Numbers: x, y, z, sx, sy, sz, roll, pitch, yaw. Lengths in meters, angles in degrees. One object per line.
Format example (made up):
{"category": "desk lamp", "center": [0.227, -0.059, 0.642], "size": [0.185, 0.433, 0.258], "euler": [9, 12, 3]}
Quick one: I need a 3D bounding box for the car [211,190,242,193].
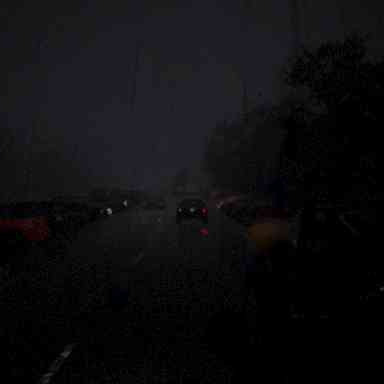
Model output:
{"category": "car", "center": [4.908, 0.915, 38.228], "size": [4.792, 1.488, 2.163], "euler": [0, 2, 0]}

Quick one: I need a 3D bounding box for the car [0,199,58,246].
{"category": "car", "center": [-8.060, 1.279, 13.026], "size": [4.553, 1.767, 2.185], "euler": [0, 0, 0]}

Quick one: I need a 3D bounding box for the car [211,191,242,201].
{"category": "car", "center": [5.076, 0.991, 35.438], "size": [5.366, 1.575, 1.946], "euler": [0, 2, 0]}

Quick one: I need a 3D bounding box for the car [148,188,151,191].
{"category": "car", "center": [-8.194, 0.583, 43.669], "size": [4.792, 1.488, 2.163], "euler": [0, 3, 0]}

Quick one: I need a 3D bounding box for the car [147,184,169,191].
{"category": "car", "center": [-8.659, -0.483, 79.029], "size": [5.008, 1.535, 2.097], "euler": [0, 3, 0]}

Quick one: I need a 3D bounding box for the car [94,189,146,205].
{"category": "car", "center": [-8.205, 0.793, 38.107], "size": [5.008, 1.535, 2.097], "euler": [0, 2, 0]}

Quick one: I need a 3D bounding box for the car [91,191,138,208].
{"category": "car", "center": [-8.183, 1.000, 32.527], "size": [4.892, 1.521, 2.231], "euler": [0, 2, 0]}

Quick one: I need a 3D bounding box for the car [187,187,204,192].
{"category": "car", "center": [-0.063, 0.684, 39.116], "size": [2.097, 1.767, 4.553], "euler": [0, 2, 0]}

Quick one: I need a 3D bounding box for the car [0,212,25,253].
{"category": "car", "center": [-8.077, 1.467, 10.240], "size": [4.674, 1.452, 2.002], "euler": [0, 0, 0]}

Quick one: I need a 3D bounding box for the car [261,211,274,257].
{"category": "car", "center": [5.004, 1.520, 10.469], "size": [5.008, 1.535, 2.097], "euler": [0, 0, 0]}

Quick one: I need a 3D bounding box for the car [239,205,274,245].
{"category": "car", "center": [4.801, 1.492, 13.257], "size": [5.366, 1.575, 1.946], "euler": [0, 1, 0]}

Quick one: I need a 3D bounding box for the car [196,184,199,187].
{"category": "car", "center": [4.202, -0.681, 84.623], "size": [5.366, 1.575, 1.946], "euler": [0, 3, 0]}

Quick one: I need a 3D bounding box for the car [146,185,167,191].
{"category": "car", "center": [-8.681, -0.310, 76.257], "size": [4.792, 1.488, 2.163], "euler": [0, 3, 0]}

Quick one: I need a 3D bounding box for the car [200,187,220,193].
{"category": "car", "center": [4.398, -0.493, 81.860], "size": [4.674, 1.452, 2.002], "euler": [0, 3, 0]}

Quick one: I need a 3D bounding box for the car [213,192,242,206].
{"category": "car", "center": [5.088, 1.089, 32.644], "size": [5.366, 1.575, 1.946], "euler": [0, 2, 0]}

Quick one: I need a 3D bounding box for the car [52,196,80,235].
{"category": "car", "center": [-8.072, 1.248, 15.806], "size": [4.553, 1.767, 2.185], "euler": [0, 1, 0]}

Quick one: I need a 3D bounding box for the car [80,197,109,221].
{"category": "car", "center": [-8.158, 1.313, 21.383], "size": [4.792, 1.488, 2.163], "euler": [0, 1, 0]}

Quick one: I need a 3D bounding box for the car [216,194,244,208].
{"category": "car", "center": [4.885, 1.204, 29.990], "size": [4.792, 1.488, 2.163], "euler": [0, 2, 0]}

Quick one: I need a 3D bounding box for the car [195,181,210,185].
{"category": "car", "center": [4.391, -1.216, 90.143], "size": [5.566, 2.045, 2.435], "euler": [0, 3, 0]}

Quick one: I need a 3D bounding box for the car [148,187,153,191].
{"category": "car", "center": [-8.264, 0.458, 46.449], "size": [4.792, 1.488, 2.163], "euler": [0, 3, 0]}

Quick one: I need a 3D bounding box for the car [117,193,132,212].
{"category": "car", "center": [-8.194, 1.115, 29.750], "size": [4.792, 1.488, 2.163], "euler": [0, 1, 0]}

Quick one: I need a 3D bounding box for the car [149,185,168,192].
{"category": "car", "center": [-8.699, -0.915, 87.346], "size": [4.892, 1.521, 2.231], "euler": [0, 3, 0]}

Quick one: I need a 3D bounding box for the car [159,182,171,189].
{"category": "car", "center": [-8.648, -0.878, 81.788], "size": [5.566, 2.045, 2.435], "euler": [0, 3, 0]}

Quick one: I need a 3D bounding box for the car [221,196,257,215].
{"category": "car", "center": [4.933, 1.316, 24.409], "size": [5.008, 1.535, 2.097], "euler": [0, 1, 0]}

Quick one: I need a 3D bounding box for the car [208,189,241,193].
{"category": "car", "center": [4.858, 0.679, 43.921], "size": [4.674, 1.452, 2.002], "euler": [0, 3, 0]}

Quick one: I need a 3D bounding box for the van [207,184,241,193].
{"category": "van", "center": [4.719, 0.295, 46.579], "size": [4.442, 1.987, 1.878], "euler": [0, 2, 0]}

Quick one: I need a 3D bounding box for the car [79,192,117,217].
{"category": "car", "center": [-8.171, 1.101, 24.167], "size": [4.553, 1.767, 2.185], "euler": [0, 1, 0]}

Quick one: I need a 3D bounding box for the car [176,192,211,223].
{"category": "car", "center": [0.001, 1.165, 23.858], "size": [2.097, 1.767, 4.553], "euler": [0, 1, 0]}

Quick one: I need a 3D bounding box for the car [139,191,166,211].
{"category": "car", "center": [-3.682, 1.003, 33.262], "size": [1.882, 1.535, 5.008], "euler": [0, 2, 0]}

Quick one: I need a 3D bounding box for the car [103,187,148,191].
{"category": "car", "center": [-8.179, 0.552, 40.879], "size": [4.553, 1.767, 2.185], "euler": [0, 2, 0]}

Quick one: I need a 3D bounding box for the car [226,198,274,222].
{"category": "car", "center": [4.945, 1.378, 21.492], "size": [4.892, 1.521, 2.231], "euler": [0, 1, 0]}

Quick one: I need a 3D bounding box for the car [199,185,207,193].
{"category": "car", "center": [4.436, -0.107, 73.682], "size": [5.008, 1.535, 2.097], "euler": [0, 3, 0]}

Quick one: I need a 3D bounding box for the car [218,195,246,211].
{"category": "car", "center": [4.921, 1.249, 27.199], "size": [5.008, 1.535, 2.097], "euler": [0, 1, 0]}

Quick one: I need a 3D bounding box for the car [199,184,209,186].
{"category": "car", "center": [4.460, -0.376, 76.443], "size": [4.553, 1.767, 2.185], "euler": [0, 3, 0]}

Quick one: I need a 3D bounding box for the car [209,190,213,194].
{"category": "car", "center": [4.869, 0.803, 41.138], "size": [4.674, 1.452, 2.002], "euler": [0, 3, 0]}

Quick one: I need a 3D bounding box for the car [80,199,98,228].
{"category": "car", "center": [-8.088, 1.362, 18.596], "size": [4.792, 1.488, 2.163], "euler": [0, 1, 0]}

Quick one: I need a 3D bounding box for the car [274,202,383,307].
{"category": "car", "center": [5.042, 1.284, 7.679], "size": [5.566, 2.045, 2.435], "euler": [0, 0, 0]}
